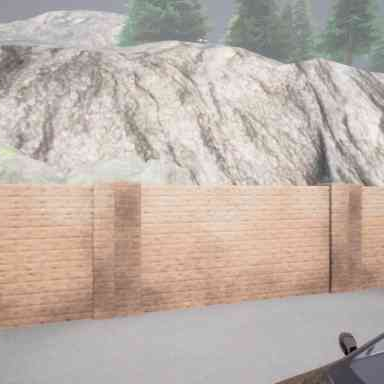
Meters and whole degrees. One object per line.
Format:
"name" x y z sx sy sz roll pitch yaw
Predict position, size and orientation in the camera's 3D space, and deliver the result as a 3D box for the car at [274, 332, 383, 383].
"car" 2.178 1.492 1.904 4.902 1.511 2.128 0 0 -18
